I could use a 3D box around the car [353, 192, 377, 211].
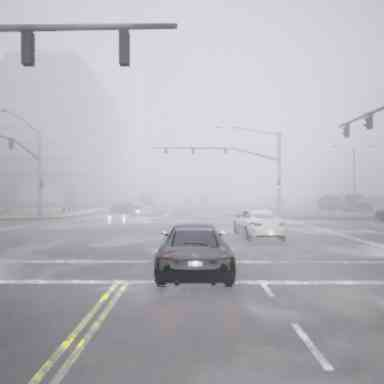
[{"bbox_3d":[19.533,1.268,39.291,1.905,1.878,3.866,0,0,0],"label":"car"}]

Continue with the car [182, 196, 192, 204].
[{"bbox_3d":[-1.107,1.795,68.912,1.895,1.301,4.718,0,0,0],"label":"car"}]

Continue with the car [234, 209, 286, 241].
[{"bbox_3d":[3.312,1.574,16.755,1.812,1.442,4.674,0,0,-3],"label":"car"}]

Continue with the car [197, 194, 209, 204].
[{"bbox_3d":[2.393,1.421,68.939,2.150,2.045,5.566,0,0,0],"label":"car"}]

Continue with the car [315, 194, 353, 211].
[{"bbox_3d":[16.638,1.265,39.337,1.932,1.855,4.605,0,0,0],"label":"car"}]

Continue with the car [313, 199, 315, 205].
[{"bbox_3d":[22.184,1.557,56.766,1.970,1.475,3.806,0,0,0],"label":"car"}]

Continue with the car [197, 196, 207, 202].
[{"bbox_3d":[2.333,1.602,78.007,1.994,1.385,4.181,0,0,0],"label":"car"}]

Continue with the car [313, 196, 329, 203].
[{"bbox_3d":[27.906,1.600,71.885,1.970,1.475,3.806,0,0,0],"label":"car"}]

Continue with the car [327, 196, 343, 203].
[{"bbox_3d":[30.801,1.568,71.894,1.784,1.438,3.905,0,0,0],"label":"car"}]

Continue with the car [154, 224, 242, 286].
[{"bbox_3d":[0.051,1.592,9.517,1.994,1.385,4.181,0,0,-1],"label":"car"}]

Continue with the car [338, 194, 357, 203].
[{"bbox_3d":[33.484,1.357,71.953,1.932,1.855,4.605,0,0,0],"label":"car"}]

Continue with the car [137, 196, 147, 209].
[{"bbox_3d":[-8.052,1.662,47.363,1.812,1.442,4.674,0,0,0],"label":"car"}]

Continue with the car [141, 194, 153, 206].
[{"bbox_3d":[-8.061,1.389,58.017,2.150,2.045,5.566,0,0,0],"label":"car"}]

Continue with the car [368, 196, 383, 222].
[{"bbox_3d":[16.349,1.423,25.107,4.553,1.767,2.097,0,0,1],"label":"car"}]

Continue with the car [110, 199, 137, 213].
[{"bbox_3d":[-8.001,1.588,38.083,1.882,1.535,5.008,0,0,0],"label":"car"}]

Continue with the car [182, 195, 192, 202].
[{"bbox_3d":[-1.167,1.575,77.983,2.128,1.511,4.902,0,0,0],"label":"car"}]
